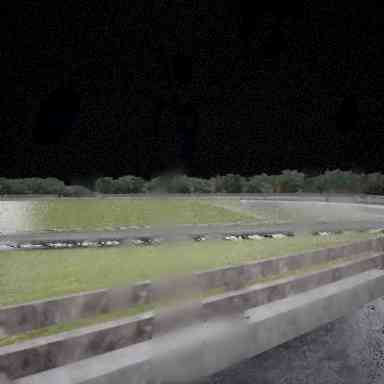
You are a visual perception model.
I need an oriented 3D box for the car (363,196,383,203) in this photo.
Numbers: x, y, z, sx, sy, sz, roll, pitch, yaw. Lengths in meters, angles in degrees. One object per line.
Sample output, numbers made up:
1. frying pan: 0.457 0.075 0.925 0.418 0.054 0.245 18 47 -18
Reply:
1. car: 43.106 1.992 77.857 2.033 1.411 5.357 0 -1 1
